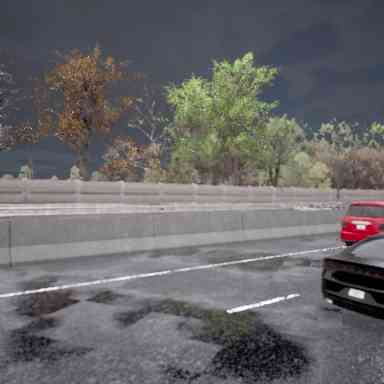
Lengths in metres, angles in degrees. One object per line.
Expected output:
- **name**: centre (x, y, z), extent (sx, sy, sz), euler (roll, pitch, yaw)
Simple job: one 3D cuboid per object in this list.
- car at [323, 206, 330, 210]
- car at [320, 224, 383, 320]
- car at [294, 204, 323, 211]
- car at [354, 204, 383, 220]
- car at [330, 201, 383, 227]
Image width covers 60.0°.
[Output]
- **car**: centre (17.295, 1.978, 37.041), extent (4.902, 1.511, 2.128), euler (1, -1, -34)
- **car**: centre (4.789, 1.576, 6.962), extent (5.008, 1.535, 1.882), euler (1, -1, -35)
- **car**: centre (14.091, 2.081, 39.088), extent (4.718, 1.301, 1.895), euler (1, -1, -34)
- **car**: centre (18.493, 1.990, 33.618), extent (4.674, 1.442, 1.812), euler (1, -1, -34)
- **car**: centre (8.398, 1.413, 13.699), extent (5.566, 2.045, 2.150), euler (1, -1, -34)
